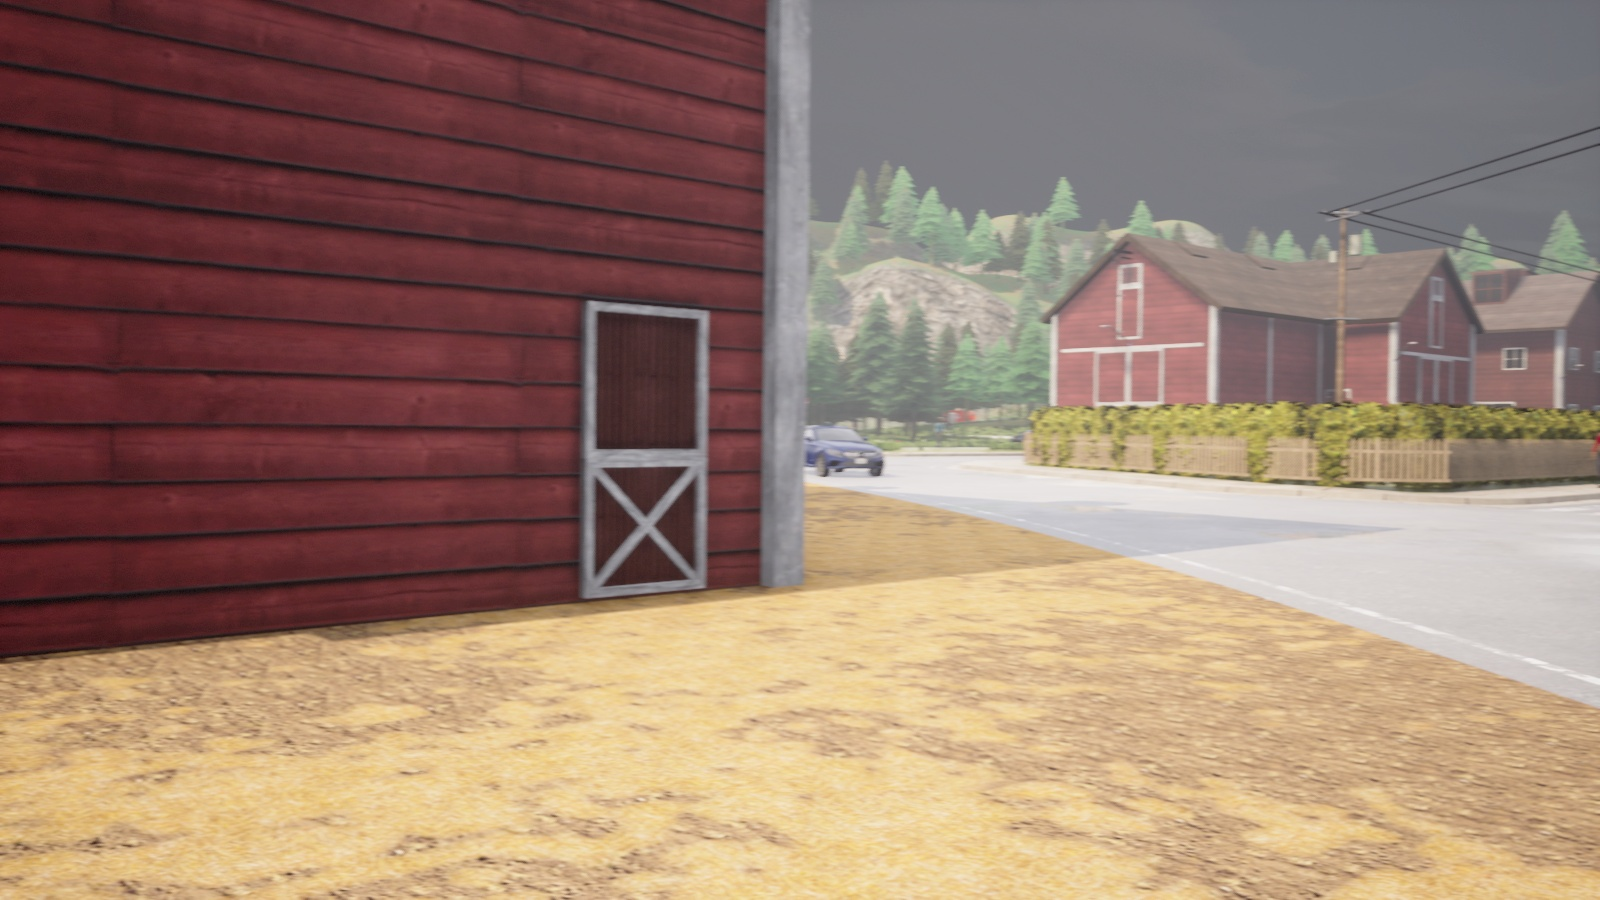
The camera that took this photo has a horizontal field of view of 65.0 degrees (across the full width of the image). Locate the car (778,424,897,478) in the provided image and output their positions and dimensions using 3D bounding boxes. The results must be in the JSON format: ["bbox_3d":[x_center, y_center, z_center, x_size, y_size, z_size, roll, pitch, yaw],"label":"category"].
[{"bbox_3d":[1.005,-0.015,36.618,1.812,1.442,4.674,-1,1,-20],"label":"car"}]

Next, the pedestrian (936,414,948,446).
[{"bbox_3d":[8.673,-1.197,76.636,0.396,1.930,0.692,-1,1,-35],"label":"pedestrian"}]
